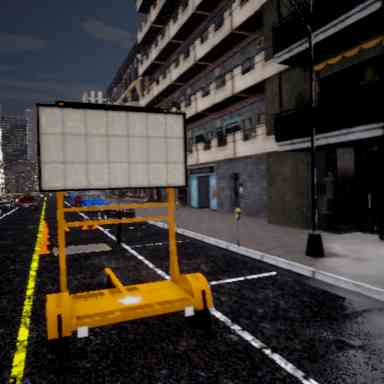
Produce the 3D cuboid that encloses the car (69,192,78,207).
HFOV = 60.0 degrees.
[{"bbox_3d":[-13.459,1.028,40.446,1.887,1.381,4.507,-2,1,-24],"label":"car"}]

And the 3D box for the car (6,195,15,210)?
[{"bbox_3d":[-21.138,1.333,37.101,2.008,1.369,4.403,-2,1,-24],"label":"car"}]

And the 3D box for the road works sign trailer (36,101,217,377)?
[{"bbox_3d":[-1.261,0.359,5.653,2.380,3.560,2.880,-2,1,-24],"label":"road works sign trailer"}]

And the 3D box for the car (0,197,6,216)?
[{"bbox_3d":[-16.727,1.313,26.975,1.967,1.590,4.097,-2,1,-24],"label":"car"}]

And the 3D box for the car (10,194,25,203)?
[{"bbox_3d":[-29.967,1.172,57.351,1.947,1.339,4.313,-2,1,-24],"label":"car"}]

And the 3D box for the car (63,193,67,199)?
[{"bbox_3d":[-26.703,0.789,70.821,1.947,1.339,4.313,-2,1,-24],"label":"car"}]

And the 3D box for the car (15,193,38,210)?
[{"bbox_3d":[-18.427,1.221,37.437,1.812,1.442,4.674,-2,1,-23],"label":"car"}]

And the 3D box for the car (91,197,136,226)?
[{"bbox_3d":[-4.630,1.218,20.197,2.008,1.369,4.403,-2,1,-24],"label":"car"}]

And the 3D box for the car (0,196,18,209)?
[{"bbox_3d":[-23.346,1.289,42.164,2.008,1.369,4.403,-2,1,-24],"label":"car"}]

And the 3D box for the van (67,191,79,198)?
[{"bbox_3d":[-15.673,0.780,45.503,1.690,1.788,3.998,-2,1,-24],"label":"van"}]

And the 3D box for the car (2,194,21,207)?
[{"bbox_3d":[-25.557,1.134,47.224,1.967,1.590,4.097,-2,1,-24],"label":"car"}]

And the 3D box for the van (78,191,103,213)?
[{"bbox_3d":[-9.052,0.915,30.317,1.690,1.788,3.998,-2,1,-24],"label":"van"}]
